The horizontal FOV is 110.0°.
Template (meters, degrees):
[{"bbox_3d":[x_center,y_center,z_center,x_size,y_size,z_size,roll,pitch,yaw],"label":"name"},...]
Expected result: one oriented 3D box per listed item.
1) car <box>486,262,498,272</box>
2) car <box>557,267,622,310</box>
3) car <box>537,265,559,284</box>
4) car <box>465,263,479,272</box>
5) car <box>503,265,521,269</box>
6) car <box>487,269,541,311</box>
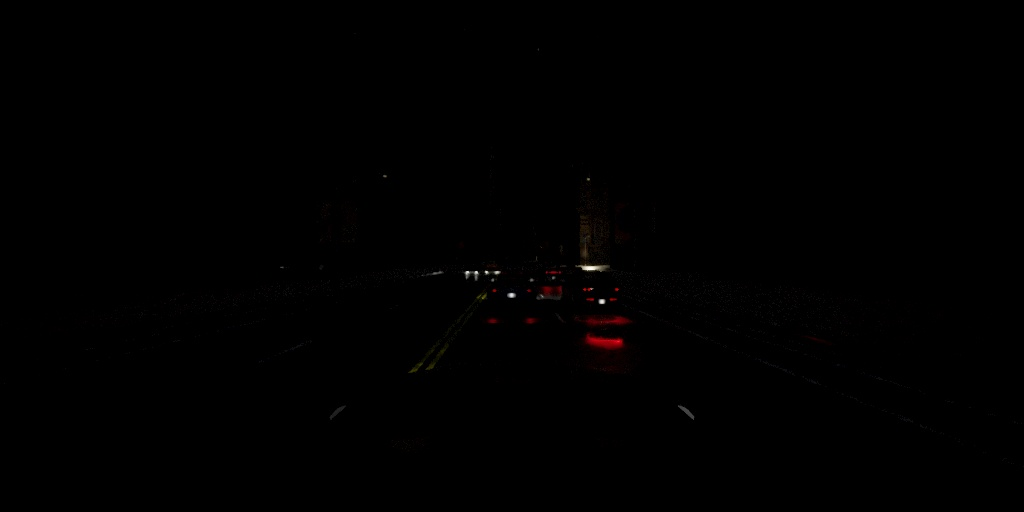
[{"bbox_3d":[-3.328,1.776,60.004,1.882,1.535,5.008,0,0,0],"label":"car"},{"bbox_3d":[3.263,1.391,15.353,1.837,1.490,4.892,0,0,0],"label":"car"},{"bbox_3d":[3.259,1.522,30.353,2.128,1.511,4.902,0,0,0],"label":"car"},{"bbox_3d":[-6.574,1.823,59.885,1.812,1.442,4.674,0,0,0],"label":"car"},{"bbox_3d":[0.016,1.514,31.105,1.882,1.535,5.008,0,0,0],"label":"car"},{"bbox_3d":[0.010,1.449,15.367,1.994,1.385,4.181,0,0,1],"label":"car"}]
